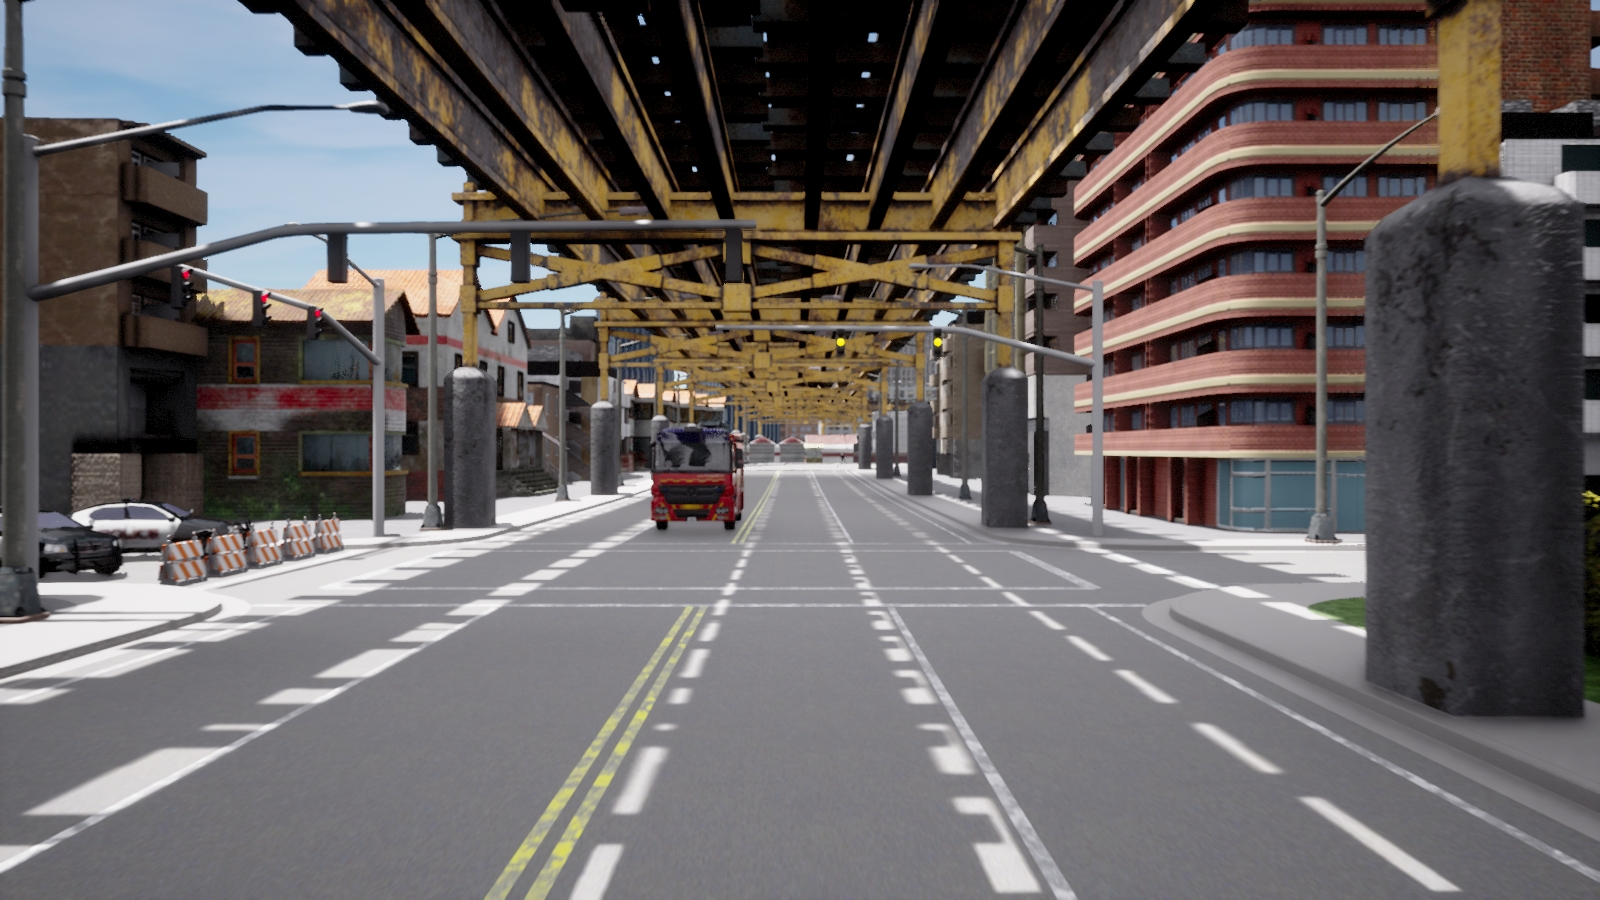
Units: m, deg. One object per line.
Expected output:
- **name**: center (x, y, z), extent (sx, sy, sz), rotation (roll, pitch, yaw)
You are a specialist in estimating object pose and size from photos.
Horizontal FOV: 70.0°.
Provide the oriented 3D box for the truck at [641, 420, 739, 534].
- **truck**: center (-3.924, 0.891, 42.594), extent (2.891, 3.827, 8.468), rotation (0, 0, 0)
